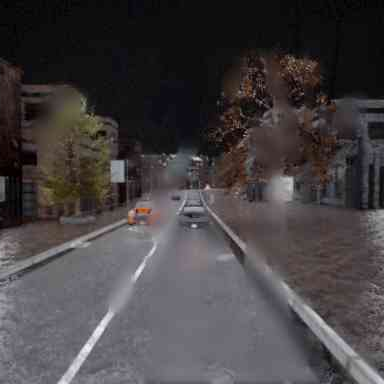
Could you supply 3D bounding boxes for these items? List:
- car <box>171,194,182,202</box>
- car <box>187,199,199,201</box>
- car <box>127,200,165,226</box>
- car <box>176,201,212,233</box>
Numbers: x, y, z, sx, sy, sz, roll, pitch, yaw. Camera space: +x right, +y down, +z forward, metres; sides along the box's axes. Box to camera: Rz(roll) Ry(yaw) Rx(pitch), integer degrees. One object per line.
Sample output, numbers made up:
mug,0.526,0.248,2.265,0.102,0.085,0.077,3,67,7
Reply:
car,-2.979,1.071,63.401,1.895,1.301,4.718,0,3,1
car,0.124,1.526,39.252,2.033,1.411,5.357,0,0,0
car,-3.084,1.339,22.964,2.097,1.767,4.553,0,0,0
car,0.111,1.494,19.539,1.837,1.490,4.892,0,0,0
